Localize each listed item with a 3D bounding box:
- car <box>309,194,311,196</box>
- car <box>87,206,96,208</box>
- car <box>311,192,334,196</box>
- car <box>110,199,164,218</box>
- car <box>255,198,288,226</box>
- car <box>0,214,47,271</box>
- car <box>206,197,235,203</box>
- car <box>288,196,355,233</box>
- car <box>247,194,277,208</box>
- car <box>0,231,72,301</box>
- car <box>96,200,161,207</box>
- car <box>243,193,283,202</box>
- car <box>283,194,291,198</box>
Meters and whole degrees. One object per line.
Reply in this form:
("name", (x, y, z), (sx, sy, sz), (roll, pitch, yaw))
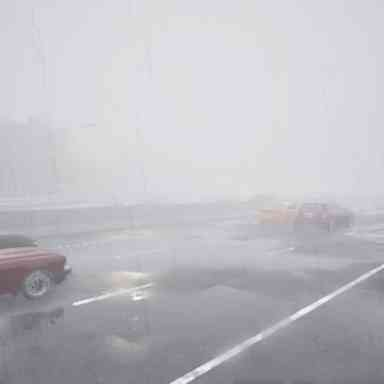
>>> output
("car", (23.045, 0.968, 61.005), (2.150, 2.045, 5.566), (0, 0, 43))
("car", (-8.166, 1.631, 33.538), (1.895, 1.301, 4.718), (0, 0, 44))
("car", (22.052, 1.124, 54.929), (2.097, 1.767, 4.553), (0, 0, 44))
("car", (-5.144, 1.499, 31.628), (1.882, 1.535, 5.008), (0, 0, 44))
("car", (6.647, 1.464, 23.407), (1.882, 1.535, 5.008), (0, 0, 44))
("car", (-6.925, 1.523, 9.352), (1.837, 1.490, 4.892), (0, 0, 44))
("car", (3.920, 1.424, 46.116), (1.882, 1.535, 5.008), (0, 0, 44))
("car", (7.874, 1.334, 19.634), (2.097, 1.767, 4.553), (0, 0, 44))
("car", (10.038, 1.245, 47.432), (2.097, 1.767, 4.553), (0, 1, 44))
("car", (-4.897, 1.612, 6.414), (1.895, 1.301, 4.718), (0, 0, 44))
("car", (-4.954, 1.545, 26.783), (1.812, 1.442, 4.674), (0, 0, 44))
("car", (8.469, 1.159, 40.753), (2.150, 2.045, 5.566), (0, 1, 44))
("car", (15.834, 1.151, 58.549), (2.097, 1.767, 4.553), (0, 0, 44))
